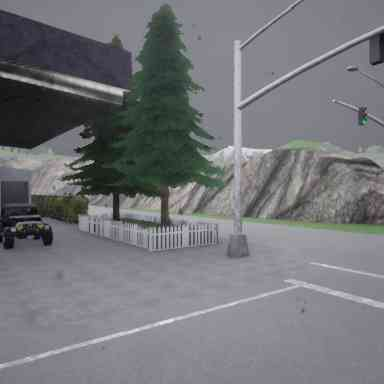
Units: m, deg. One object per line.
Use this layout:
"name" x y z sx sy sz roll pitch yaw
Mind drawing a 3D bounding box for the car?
"car" -8.030 1.505 15.815 1.905 1.878 3.866 0 0 -37
